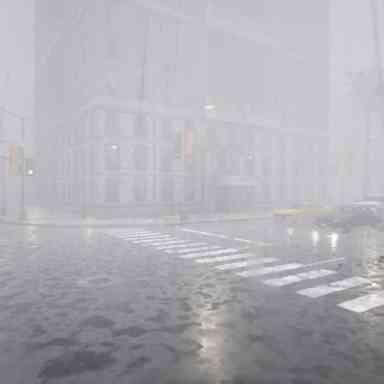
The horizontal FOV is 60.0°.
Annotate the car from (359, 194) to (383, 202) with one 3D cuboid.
[{"bbox_3d":[16.446,1.221,29.478,5.566,2.045,2.150,0,0,-33],"label":"car"}]

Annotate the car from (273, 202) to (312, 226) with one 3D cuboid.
[{"bbox_3d":[7.973,1.477,23.839,5.008,1.535,1.882,0,0,-34],"label":"car"}]

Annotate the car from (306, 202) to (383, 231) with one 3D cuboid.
[{"bbox_3d":[9.905,1.547,20.924,5.357,1.411,2.033,0,0,-34],"label":"car"}]
